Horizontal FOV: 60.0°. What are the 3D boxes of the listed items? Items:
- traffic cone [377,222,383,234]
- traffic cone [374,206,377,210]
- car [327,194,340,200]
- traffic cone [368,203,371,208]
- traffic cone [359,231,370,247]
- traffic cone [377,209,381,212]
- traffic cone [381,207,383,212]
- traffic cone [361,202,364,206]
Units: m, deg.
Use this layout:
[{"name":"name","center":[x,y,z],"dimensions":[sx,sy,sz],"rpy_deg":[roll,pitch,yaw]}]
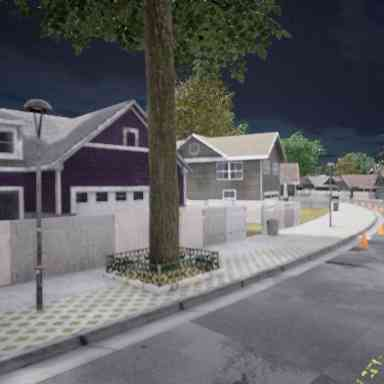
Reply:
[{"name":"traffic cone","center":[9.891,1.886,17.421],"dimensions":[0.340,0.580,0.340],"rpy_deg":[0,0,35]},{"name":"traffic cone","center":[21.487,1.771,38.849],"dimensions":[0.340,0.580,0.340],"rpy_deg":[-1,0,22]},{"name":"car","center":[30.395,1.062,72.328],"dimensions":[1.895,1.301,4.718],"rpy_deg":[-1,0,-3]},{"name":"traffic cone","center":[23.188,1.726,43.426],"dimensions":[0.340,0.580,0.340],"rpy_deg":[-1,0,19]},{"name":"traffic cone","center":[6.989,1.895,13.492],"dimensions":[0.340,0.580,0.340],"rpy_deg":[0,0,38]},{"name":"traffic cone","center":[19.575,1.808,34.356],"dimensions":[0.340,0.580,0.340],"rpy_deg":[0,0,24]},{"name":"traffic cone","center":[17.454,1.839,29.957],"dimensions":[0.340,0.580,0.340],"rpy_deg":[0,0,27]},{"name":"traffic cone","center":[24.673,1.675,48.078],"dimensions":[0.340,0.580,0.340],"rpy_deg":[-1,0,16]}]
